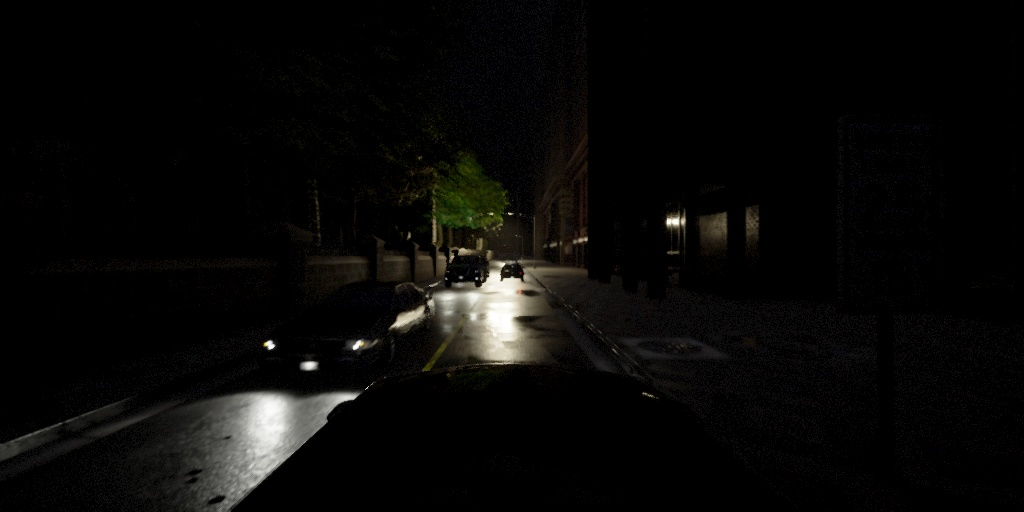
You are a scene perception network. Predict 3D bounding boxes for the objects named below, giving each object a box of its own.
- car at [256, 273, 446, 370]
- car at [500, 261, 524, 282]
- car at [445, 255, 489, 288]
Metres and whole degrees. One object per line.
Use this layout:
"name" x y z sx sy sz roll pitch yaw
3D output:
"car" -3.098 1.290 8.141 2.033 1.411 5.357 0 0 0
"car" 0.020 1.315 28.904 1.895 1.301 4.718 0 0 1
"car" -3.007 0.931 23.958 2.150 2.045 5.566 0 0 0
